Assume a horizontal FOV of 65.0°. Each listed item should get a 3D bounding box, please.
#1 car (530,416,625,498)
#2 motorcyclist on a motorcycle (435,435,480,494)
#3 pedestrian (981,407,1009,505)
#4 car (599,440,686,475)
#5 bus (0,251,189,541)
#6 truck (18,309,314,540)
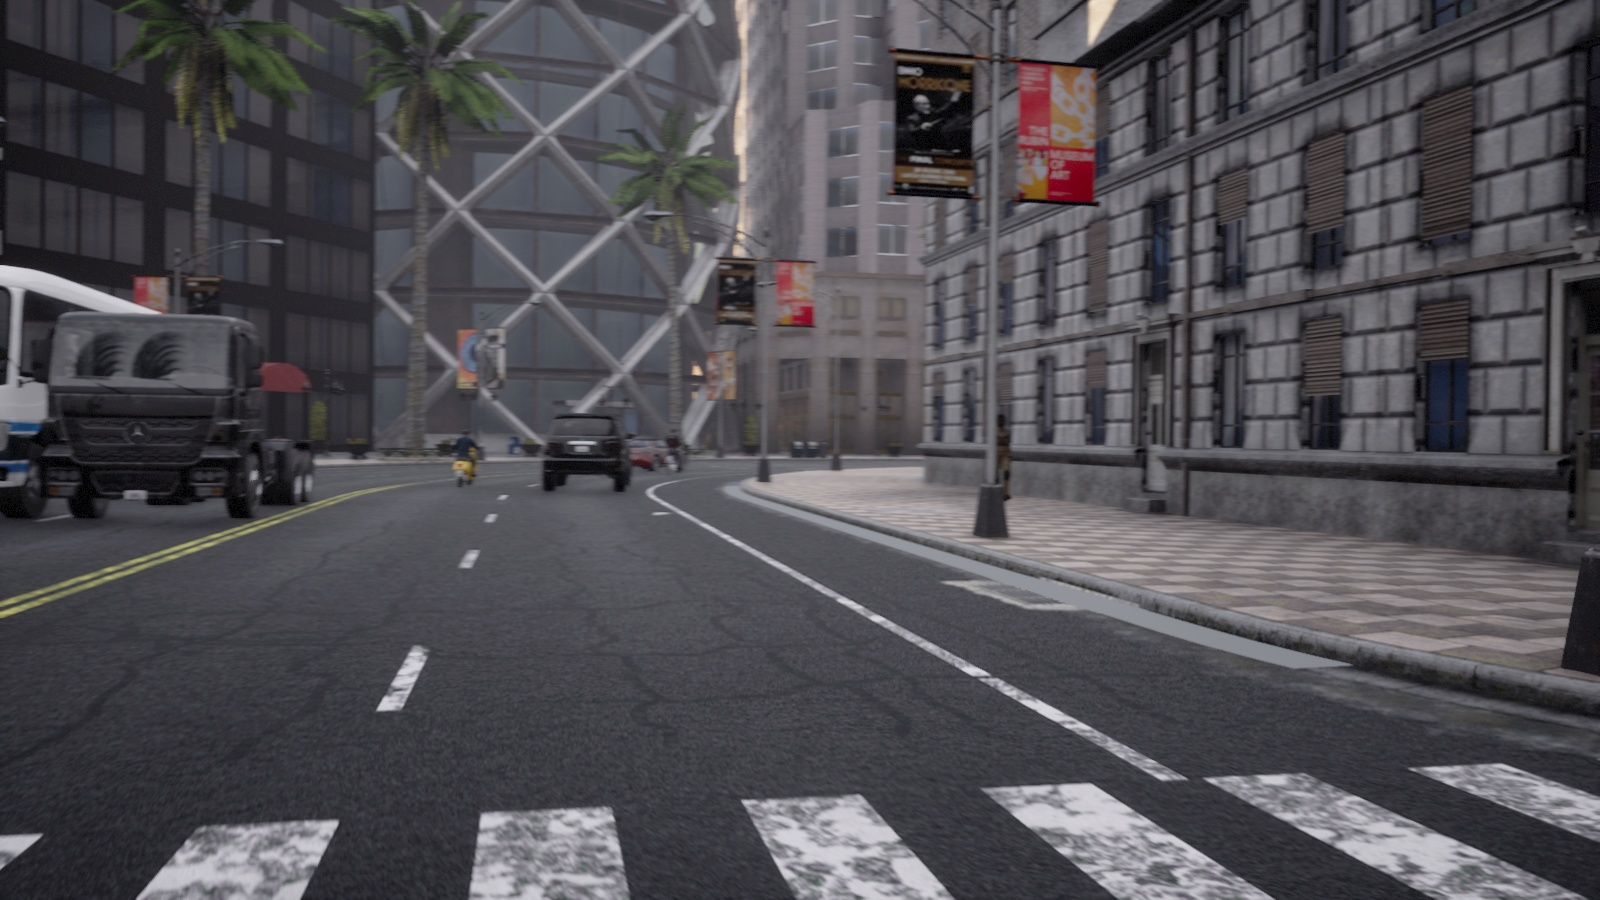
[{"bbox_3d":[-5.999,0.138,34.497,2.150,2.045,5.566,-1,1,-6],"label":"car"},{"bbox_3d":[-9.500,0.392,34.864,0.866,1.590,1.817,0,1,-4],"label":"motorcyclist on a motorcycle"},{"bbox_3d":[3.902,0.107,25.155,0.396,1.930,0.692,0,1,-6],"label":"pedestrian"},{"bbox_3d":[-6.650,0.294,53.345,1.994,1.385,4.181,0,1,20],"label":"car"},{"bbox_3d":[-14.704,-0.782,22.980,3.944,4.253,10.273,-1,0,-12],"label":"bus"},{"bbox_3d":[-11.121,-0.409,23.014,2.891,3.462,7.936,-1,0,-12],"label":"truck"}]
